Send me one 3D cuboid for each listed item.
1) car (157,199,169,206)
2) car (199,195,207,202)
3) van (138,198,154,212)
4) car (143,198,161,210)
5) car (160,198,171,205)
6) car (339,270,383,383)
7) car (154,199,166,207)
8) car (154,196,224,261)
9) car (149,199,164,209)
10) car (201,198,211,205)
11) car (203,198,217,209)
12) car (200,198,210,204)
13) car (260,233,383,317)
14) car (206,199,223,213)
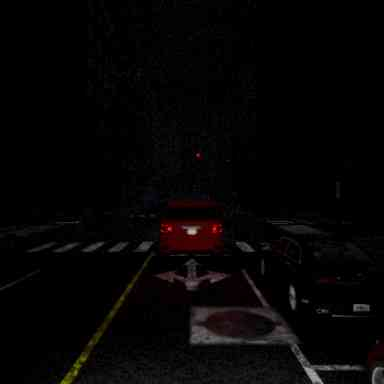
[{"bbox_3d":[-5.610,1.979,64.772,1.947,1.339,4.313,0,0,0],"label":"car"},{"bbox_3d":[3.044,1.898,93.086,2.192,1.841,5.009,0,0,0],"label":"car"},{"bbox_3d":[-5.712,1.610,42.101,1.690,1.788,3.998,0,0,0],"label":"van"},{"bbox_3d":[-5.686,1.745,47.768,1.967,1.590,4.097,0,0,0],"label":"car"},{"bbox_3d":[-5.585,1.972,70.270,1.752,1.417,4.829,0,0,0],"label":"car"},{"bbox_3d":[2.668,1.594,1.820,1.802,1.307,4.206,0,0,0],"label":"car"},{"bbox_3d":[-5.635,1.959,59.104,1.802,1.307,4.206,0,0,0],"label":"car"},{"bbox_3d":[-0.103,1.306,12.793,2.150,2.045,5.566,0,0,-2],"label":"car"},{"bbox_3d":[-5.660,1.907,53.436,1.947,1.339,4.313,0,0,0],"label":"car"},{"bbox_3d":[2.943,1.974,70.578,1.752,1.417,4.829,0,0,0],"label":"car"},{"bbox_3d":[2.865,1.781,53.402,1.967,1.590,4.097,0,0,0],"label":"car"},{"bbox_3d":[2.967,2.033,76.078,2.008,1.369,4.403,0,0,0],"label":"car"},{"bbox_3d":[2.668,1.598,7.414,2.008,1.369,4.403,0,0,0],"label":"car"},{"bbox_3d":[2.814,1.709,42.064,1.967,1.590,4.097,0,0,0],"label":"car"}]
